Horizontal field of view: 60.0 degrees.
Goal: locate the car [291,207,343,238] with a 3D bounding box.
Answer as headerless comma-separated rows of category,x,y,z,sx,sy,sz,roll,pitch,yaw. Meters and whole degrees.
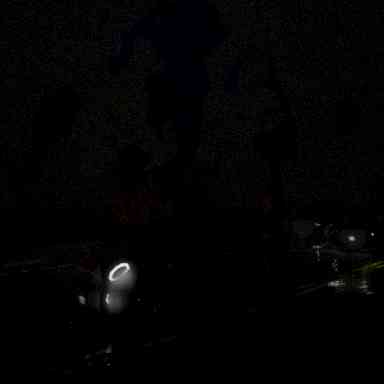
car,7.262,1.576,17.850,4.674,1.442,1.812,0,-1,-38

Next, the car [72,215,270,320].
car,-0.308,1.413,7.633,4.553,1.767,2.097,0,0,-39

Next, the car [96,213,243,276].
car,-0.598,1.597,11.563,4.892,1.490,1.837,0,-1,-39

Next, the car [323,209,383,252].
car,7.659,1.583,14.011,4.181,1.385,1.994,0,-1,-39
